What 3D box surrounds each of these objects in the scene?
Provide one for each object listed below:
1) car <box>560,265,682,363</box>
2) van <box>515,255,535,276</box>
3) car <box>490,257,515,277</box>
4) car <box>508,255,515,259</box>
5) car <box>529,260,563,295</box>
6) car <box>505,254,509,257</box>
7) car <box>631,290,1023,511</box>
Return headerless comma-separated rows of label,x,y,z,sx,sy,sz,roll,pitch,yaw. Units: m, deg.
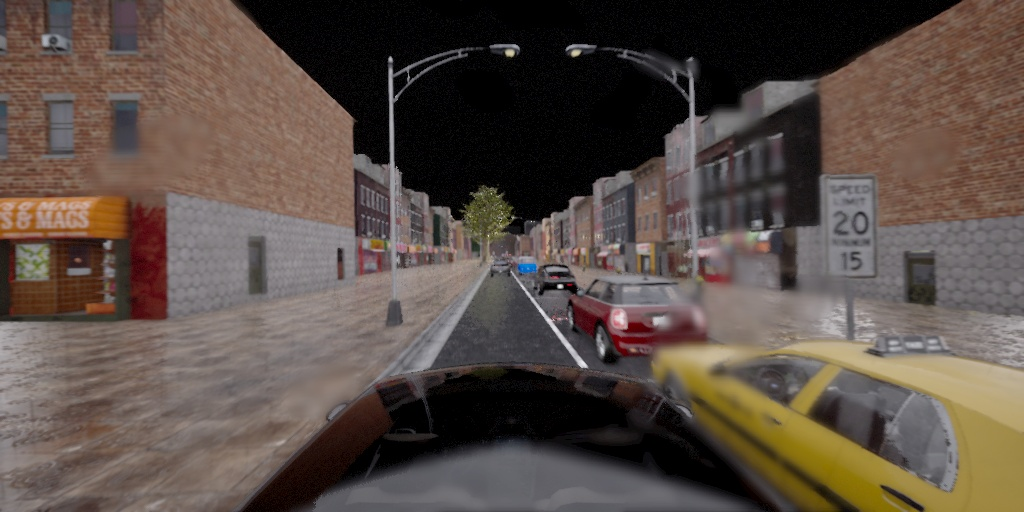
car,2.481,1.132,8.052,1.967,1.591,4.097,0,0,-2
van,1.461,0.975,35.742,1.690,1.789,3.998,0,0,-2
car,-1.099,1.177,34.620,2.128,1.511,4.902,-1,0,-2
car,0.643,0.969,57.896,1.967,1.591,4.097,0,0,-2
car,2.169,1.180,19.194,1.837,1.490,4.892,-1,0,-2
car,0.439,0.810,63.433,2.192,1.841,5.009,0,0,-2
car,2.679,1.225,2.684,1.751,1.417,4.829,0,0,-2
